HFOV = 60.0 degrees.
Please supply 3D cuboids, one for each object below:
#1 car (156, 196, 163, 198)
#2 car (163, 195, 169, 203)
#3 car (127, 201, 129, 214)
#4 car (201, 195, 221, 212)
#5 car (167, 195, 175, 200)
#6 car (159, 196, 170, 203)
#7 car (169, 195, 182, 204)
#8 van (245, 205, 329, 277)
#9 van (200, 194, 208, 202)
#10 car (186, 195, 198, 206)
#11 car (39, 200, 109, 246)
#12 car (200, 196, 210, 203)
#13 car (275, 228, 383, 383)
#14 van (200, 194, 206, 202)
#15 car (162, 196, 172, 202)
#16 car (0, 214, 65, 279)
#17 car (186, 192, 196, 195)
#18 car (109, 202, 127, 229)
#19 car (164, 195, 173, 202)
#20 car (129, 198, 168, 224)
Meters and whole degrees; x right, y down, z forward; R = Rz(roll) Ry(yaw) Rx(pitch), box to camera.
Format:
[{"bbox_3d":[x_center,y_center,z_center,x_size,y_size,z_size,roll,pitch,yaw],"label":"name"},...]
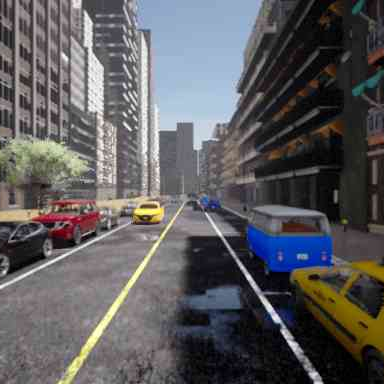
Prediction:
[{"bbox_3d":[-5.713,1.578,48.615,1.947,1.339,4.313,0,0,0],"label":"car"},{"bbox_3d":[-5.718,1.463,59.662,1.967,1.590,4.097,0,0,0],"label":"car"},{"bbox_3d":[-5.706,1.554,32.047,2.008,1.369,4.403,0,0,0],"label":"car"},{"bbox_3d":[2.344,1.484,38.948,1.882,1.535,5.008,0,0,0],"label":"car"},{"bbox_3d":[-5.731,1.635,92.798,1.947,1.339,4.313,0,0,0],"label":"car"},{"bbox_3d":[-5.722,1.587,70.706,2.008,1.369,4.403,0,0,0],"label":"car"},{"bbox_3d":[-3.041,1.376,65.989,2.097,1.767,4.553,0,0,0],"label":"car"},{"bbox_3d":[2.683,1.340,9.959,1.690,1.788,3.998,0,0,0],"label":"van"},{"bbox_3d":[2.656,1.386,76.232,1.690,1.788,3.998,0,0,0],"label":"van"},{"bbox_3d":[-0.022,1.621,56.667,1.895,1.301,4.718,0,0,0],"label":"car"},{"bbox_3d":[-5.700,1.314,15.477,2.192,1.841,5.009,0,0,0],"label":"car"},{"bbox_3d":[2.659,1.582,70.709,1.887,1.381,4.507,0,0,0],"label":"car"},{"bbox_3d":[2.686,1.524,4.605,1.752,1.417,4.829,0,0,0],"label":"car"},{"bbox_3d":[2.663,1.364,59.664,1.690,1.788,3.998,0,0,0],"label":"van"},{"bbox_3d":[-5.724,1.595,76.229,2.008,1.369,4.403,0,0,0],"label":"car"},{"bbox_3d":[-5.697,1.564,9.956,1.947,1.339,4.313,0,0,0],"label":"car"},{"bbox_3d":[-0.025,1.077,71.196,2.150,2.045,5.566,0,0,0],"label":"car"},{"bbox_3d":[-5.702,1.551,21.001,2.008,1.369,4.403,0,0,0],"label":"car"},{"bbox_3d":[-5.727,1.492,81.753,1.967,1.590,4.097,0,0,0],"label":"car"},{"bbox_3d":[-3.108,1.479,24.675,1.882,1.535,5.008,0,0,0],"label":"car"}]
